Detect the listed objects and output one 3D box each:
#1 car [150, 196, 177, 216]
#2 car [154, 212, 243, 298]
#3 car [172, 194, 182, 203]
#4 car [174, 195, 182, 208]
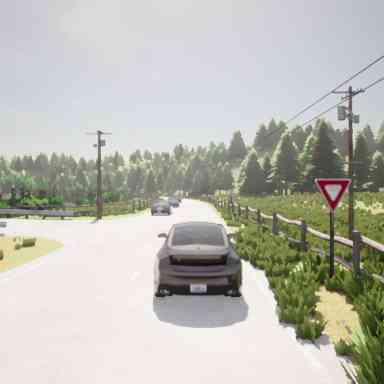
[{"bbox_3d":[-2.985,1.491,33.160,2.128,1.511,4.902,0,0,1],"label":"car"},{"bbox_3d":[0.142,1.506,8.519,1.837,1.490,4.892,0,0,1],"label":"car"},{"bbox_3d":[-3.085,1.351,68.235,2.097,1.767,4.553,0,0,-2],"label":"car"},{"bbox_3d":[-2.843,1.526,48.597,1.812,1.442,4.674,0,0,0],"label":"car"}]
